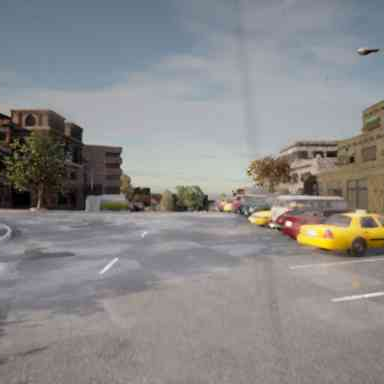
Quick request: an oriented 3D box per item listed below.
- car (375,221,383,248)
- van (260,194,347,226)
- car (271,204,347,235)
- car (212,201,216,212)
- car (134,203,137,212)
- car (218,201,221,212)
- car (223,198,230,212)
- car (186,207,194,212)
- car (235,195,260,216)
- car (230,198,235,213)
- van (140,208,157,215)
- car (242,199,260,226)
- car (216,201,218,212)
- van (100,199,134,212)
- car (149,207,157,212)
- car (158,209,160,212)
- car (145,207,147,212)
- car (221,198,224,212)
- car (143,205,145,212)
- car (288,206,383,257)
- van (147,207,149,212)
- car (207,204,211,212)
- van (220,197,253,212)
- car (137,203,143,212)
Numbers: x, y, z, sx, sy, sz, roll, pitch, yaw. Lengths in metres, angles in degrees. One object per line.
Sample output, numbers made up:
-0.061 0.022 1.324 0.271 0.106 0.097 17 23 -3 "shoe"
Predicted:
6.593 1.465 6.694 5.366 1.575 1.946 1 0 -20 "car"
6.313 1.212 18.314 4.442 1.987 1.878 1 0 -20 "van"
6.448 1.476 15.438 4.792 1.488 2.163 1 0 -20 "car"
6.199 2.457 53.480 4.674 1.452 2.002 2 -4 -21 "car"
-11.643 2.271 52.668 4.553 1.767 2.185 1 -4 -21 "car"
6.315 1.783 41.789 4.892 1.521 2.231 2 -3 -20 "car"
6.358 1.586 35.943 4.892 1.521 2.231 1 -2 -20 "car"
-0.574 4.236 77.423 2.128 1.511 4.902 0 -5 -1 "car"
6.384 1.176 24.221 5.566 2.045 2.435 1 0 -20 "car"
6.375 1.466 30.099 4.892 1.521 2.231 1 -2 -20 "car"
-12.430 5.521 94.404 4.442 1.987 1.878 1 -5 -21 "van"
6.241 1.427 21.230 5.366 1.575 1.946 1 0 -20 "car"
6.292 1.911 44.713 5.008 1.535 2.097 2 -3 -20 "car"
-11.468 1.984 49.739 4.442 1.987 1.878 1 -3 -21 "van"
-12.240 4.661 82.440 5.366 1.575 1.946 1 -5 -21 "car"
-12.216 4.944 88.477 5.566 2.045 2.435 1 -5 -21 "car"
-11.735 3.105 64.628 4.553 1.767 2.185 1 -4 -21 "car"
6.503 1.675 38.937 5.366 1.575 1.946 2 -2 -20 "car"
-11.717 3.052 61.624 4.674 1.452 2.002 1 -4 -21 "car"
6.597 1.452 12.555 5.366 1.575 1.946 1 0 -20 "car"
-11.704 3.230 67.660 4.442 1.987 1.878 1 -5 -21 "van"
6.091 3.020 62.270 5.008 1.535 2.097 2 -4 -21 "car"
6.370 1.840 47.693 4.442 1.987 1.878 2 -4 -20 "van"
-11.628 2.347 55.691 5.566 2.045 2.435 1 -4 -21 "car"
